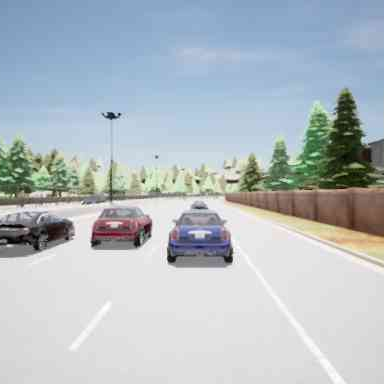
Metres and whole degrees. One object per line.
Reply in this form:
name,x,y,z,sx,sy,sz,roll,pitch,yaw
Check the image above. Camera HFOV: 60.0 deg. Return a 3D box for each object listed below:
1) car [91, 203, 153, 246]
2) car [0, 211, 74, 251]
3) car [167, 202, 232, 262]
car,-3.150,1.441,15.802,2.097,1.767,4.553,0,0,1
car,-6.684,1.566,14.333,2.128,1.511,4.902,0,0,1
car,0.288,1.428,12.560,2.097,1.767,4.553,0,0,1
